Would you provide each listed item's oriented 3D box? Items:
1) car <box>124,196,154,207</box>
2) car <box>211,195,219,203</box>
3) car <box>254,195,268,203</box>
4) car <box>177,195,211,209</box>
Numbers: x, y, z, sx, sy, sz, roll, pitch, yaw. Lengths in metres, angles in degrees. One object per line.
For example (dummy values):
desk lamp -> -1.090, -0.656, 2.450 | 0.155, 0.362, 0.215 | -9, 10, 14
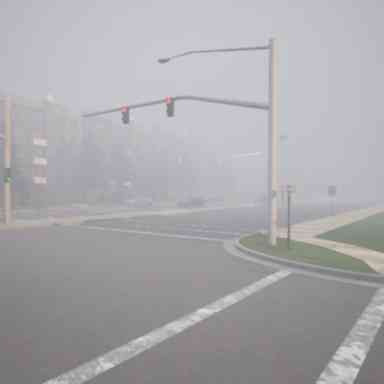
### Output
car -> -7.132, 1.287, 45.170 | 1.812, 1.442, 4.674 | 1, 0, 35
car -> 3.214, 1.289, 59.768 | 1.812, 1.442, 4.674 | 1, 0, 36
car -> 13.206, 1.312, 61.718 | 2.128, 1.511, 4.902 | 1, 0, 35
car -> 0.000, 1.320, 43.141 | 1.837, 1.490, 4.892 | 1, 0, 35
